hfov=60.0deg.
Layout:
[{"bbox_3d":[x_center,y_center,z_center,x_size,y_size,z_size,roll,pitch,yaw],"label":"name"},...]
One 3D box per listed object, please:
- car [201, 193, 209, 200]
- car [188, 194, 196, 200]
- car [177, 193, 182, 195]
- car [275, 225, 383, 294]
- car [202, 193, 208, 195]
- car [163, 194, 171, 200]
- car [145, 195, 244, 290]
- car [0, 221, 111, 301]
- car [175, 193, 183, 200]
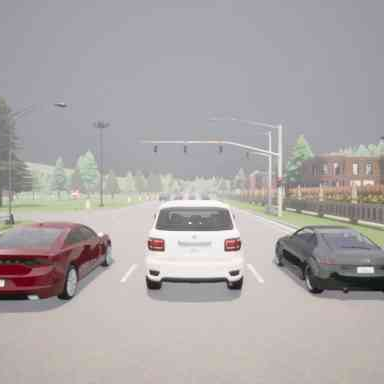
[{"bbox_3d":[3.518,1.182,92.064,2.097,1.767,4.553,0,0,0],"label":"car"},{"bbox_3d":[0.018,1.366,92.095,2.033,1.411,5.357,0,0,0],"label":"car"},{"bbox_3d":[-3.484,1.511,82.092,1.812,1.442,4.674,0,0,0],"label":"car"},{"bbox_3d":[3.566,1.563,8.806,1.994,1.385,4.181,0,0,0],"label":"car"},{"bbox_3d":[3.516,1.582,82.121,1.895,1.301,4.718,0,0,0],"label":"car"},{"bbox_3d":[-6.982,1.327,92.096,1.837,1.490,4.892,0,0,0],"label":"car"},{"bbox_3d":[0.068,1.221,9.219,2.150,2.045,5.566,0,0,0],"label":"car"},{"bbox_3d":[-3.438,1.477,8.411,1.882,1.535,5.008,0,0,0],"label":"car"},{"bbox_3d":[-3.482,1.182,92.065,2.097,1.767,4.553,0,0,0],"label":"car"}]
